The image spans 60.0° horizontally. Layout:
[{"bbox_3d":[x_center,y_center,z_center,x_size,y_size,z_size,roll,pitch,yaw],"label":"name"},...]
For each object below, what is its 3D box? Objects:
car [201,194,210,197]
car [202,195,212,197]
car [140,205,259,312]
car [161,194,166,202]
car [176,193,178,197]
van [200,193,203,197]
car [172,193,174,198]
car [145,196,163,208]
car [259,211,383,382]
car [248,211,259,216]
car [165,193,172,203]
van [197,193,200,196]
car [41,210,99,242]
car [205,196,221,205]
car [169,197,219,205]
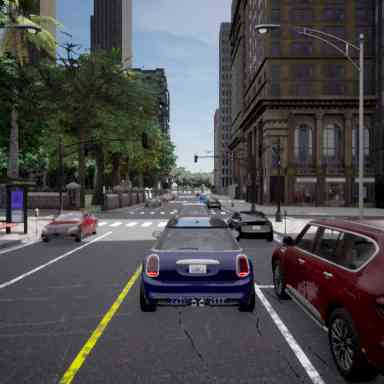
[{"bbox_3d":[2.720,1.497,53.680,1.752,1.417,4.829,0,0,0],"label":"car"},{"bbox_3d":[2.724,1.542,48.090,1.947,1.339,4.313,0,0,0],"label":"car"},{"bbox_3d":[0.097,1.351,7.880,2.097,1.767,4.553,0,0,0],"label":"car"},{"bbox_3d":[-5.806,1.412,53.523,1.967,1.590,4.097,0,0,0],"label":"car"},{"bbox_3d":[-5.833,1.236,91.466,2.192,1.841,5.009,0,0,0],"label":"car"},{"bbox_3d":[2.716,1.308,58.931,1.690,1.788,3.998,0,0,0],"label":"van"},{"bbox_3d":[-5.822,1.261,75.205,2.192,1.841,5.009,0,0,0],"label":"car"},{"bbox_3d":[-5.801,1.527,48.104,2.008,1.369,4.403,0,0,0],"label":"car"},{"bbox_3d":[2.754,1.314,5.382,2.192,1.841,5.009,0,0,0],"label":"car"},{"bbox_3d":[2.747,1.562,16.233,1.947,1.339,4.313,0,0,0],"label":"car"},{"bbox_3d":[-5.817,1.394,69.785,1.967,1.590,4.097,0,0,0],"label":"car"},{"bbox_3d":[2.700,1.280,80.612,1.690,1.788,3.998,0,0,0],"label":"van"},{"bbox_3d":[-5.778,1.578,16.244,1.802,1.307,4.206,0,0,0],"label":"car"},{"bbox_3d":[2.728,1.546,42.670,1.947,1.339,4.313,0,0,0],"label":"car"},{"bbox_3d":[0.088,1.347,17.414,2.097,1.767,4.553,0,0,0],"label":"car"}]
